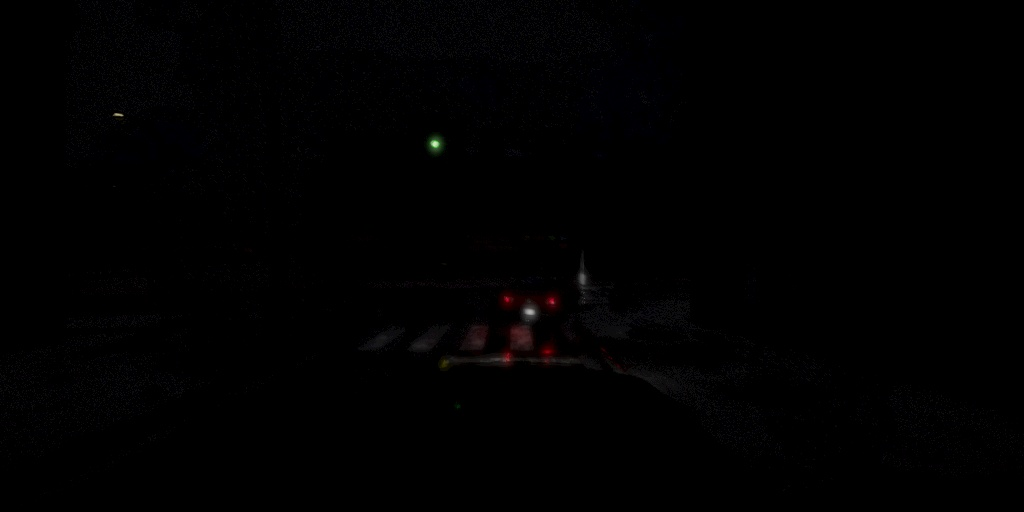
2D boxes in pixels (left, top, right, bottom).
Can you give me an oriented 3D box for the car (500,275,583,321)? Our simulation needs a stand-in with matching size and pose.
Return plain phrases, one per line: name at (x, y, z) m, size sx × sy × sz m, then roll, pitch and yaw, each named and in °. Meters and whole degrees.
car at (1.204, 1.281, 12.283) m, size 1.895 × 1.301 × 4.718 m, roll 0°, pitch 0°, yaw 18°
